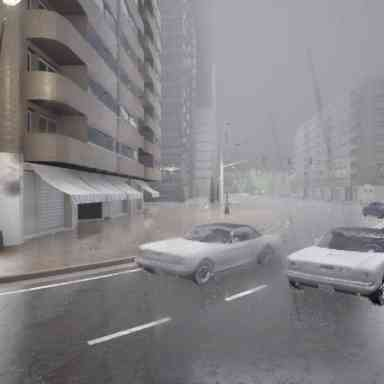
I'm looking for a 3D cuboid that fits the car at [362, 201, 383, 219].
[{"bbox_3d":[16.850,1.526,29.439,1.812,1.442,4.674,0,0,3],"label":"car"}]

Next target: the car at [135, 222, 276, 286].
[{"bbox_3d":[0.677,1.601,9.678,1.895,1.301,4.718,0,0,42],"label":"car"}]

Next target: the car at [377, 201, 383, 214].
[{"bbox_3d":[20.421,1.601,32.932,1.895,1.301,4.718,0,0,6],"label":"car"}]

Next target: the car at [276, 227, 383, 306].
[{"bbox_3d":[4.095,1.601,8.324,1.895,1.301,4.718,0,0,40],"label":"car"}]
